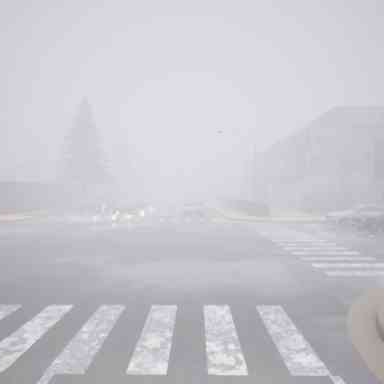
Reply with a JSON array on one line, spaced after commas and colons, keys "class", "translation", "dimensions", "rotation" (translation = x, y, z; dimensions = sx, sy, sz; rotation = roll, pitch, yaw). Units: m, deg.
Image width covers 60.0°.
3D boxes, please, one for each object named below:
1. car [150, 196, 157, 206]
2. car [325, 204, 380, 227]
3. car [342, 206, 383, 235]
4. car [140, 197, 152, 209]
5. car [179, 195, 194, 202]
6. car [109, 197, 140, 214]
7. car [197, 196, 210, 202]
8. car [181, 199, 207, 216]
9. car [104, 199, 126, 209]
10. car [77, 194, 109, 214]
[{"class": "car", "translation": [-6.847, 1.488, 54.532], "dimensions": [2.128, 1.511, 4.902], "rotation": [0, 0, 1]}, {"class": "car", "translation": [11.115, 1.525, 21.654], "dimensions": [4.674, 1.442, 1.812], "rotation": [0, 0, 2]}, {"class": "car", "translation": [11.119, 1.600, 18.112], "dimensions": [4.718, 1.301, 1.895], "rotation": [0, 0, 0]}, {"class": "car", "translation": [-6.954, 1.598, 44.252], "dimensions": [1.895, 1.301, 4.718], "rotation": [0, 0, 0]}, {"class": "car", "translation": [-1.108, 1.351, 74.413], "dimensions": [2.097, 1.767, 4.553], "rotation": [0, 0, 20]}, {"class": "car", "translation": [-7.016, 1.524, 35.154], "dimensions": [1.812, 1.442, 4.674], "rotation": [0, 0, 0]}, {"class": "car", "translation": [2.623, 1.549, 74.522], "dimensions": [1.994, 1.385, 4.181], "rotation": [0, 0, 20]}, {"class": "car", "translation": [0.153, 1.599, 31.723], "dimensions": [1.895, 1.301, 4.718], "rotation": [0, 0, 0]}, {"class": "car", "translation": [-10.442, 1.598, 45.668], "dimensions": [1.895, 1.301, 4.718], "rotation": [0, 0, 0]}, {"class": "car", "translation": [-10.504, 1.220, 35.947], "dimensions": [2.150, 2.045, 5.566], "rotation": [0, 0, 1]}]
